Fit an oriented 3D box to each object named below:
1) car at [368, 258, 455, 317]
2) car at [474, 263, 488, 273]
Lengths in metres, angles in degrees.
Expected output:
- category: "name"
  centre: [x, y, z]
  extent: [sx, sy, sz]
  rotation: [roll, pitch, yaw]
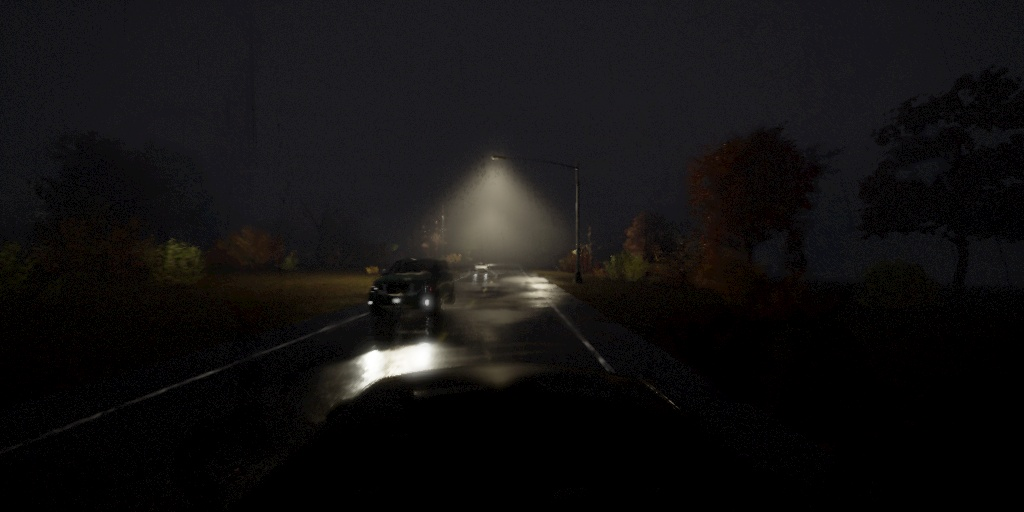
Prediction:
- category: "car"
  centre: [-3.596, 1.073, 13.962]
  extent: [2.150, 2.045, 5.566]
  rotation: [0, -1, 0]
- category: "car"
  centre: [-4.604, 1.715, 53.182]
  extent: [1.812, 1.442, 4.674]
  rotation: [0, -1, -6]
